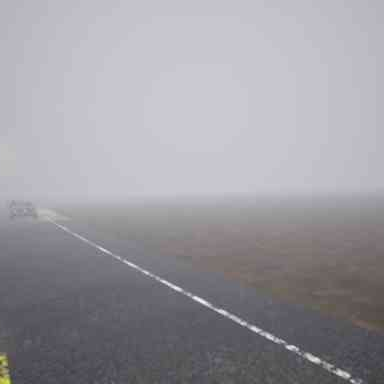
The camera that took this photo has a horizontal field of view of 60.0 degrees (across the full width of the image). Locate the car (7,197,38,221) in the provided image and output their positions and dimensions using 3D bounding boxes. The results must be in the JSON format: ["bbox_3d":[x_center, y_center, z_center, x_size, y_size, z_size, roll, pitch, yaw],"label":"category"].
[{"bbox_3d":[-13.199,1.381,25.936,2.033,1.411,5.357,-1,1,-30],"label":"car"}]
